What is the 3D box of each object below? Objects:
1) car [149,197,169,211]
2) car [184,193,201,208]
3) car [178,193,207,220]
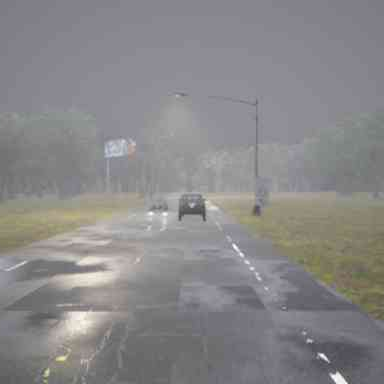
[{"bbox_3d":[-3.554,1.304,36.741,1.837,1.490,4.892,0,0,0],"label":"car"},{"bbox_3d":[0.038,1.053,43.821,2.097,1.767,4.553,0,1,0],"label":"car"},{"bbox_3d":[0.028,1.111,27.186,2.150,2.045,5.566,0,1,0],"label":"car"}]
